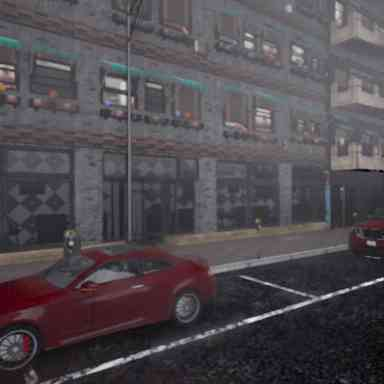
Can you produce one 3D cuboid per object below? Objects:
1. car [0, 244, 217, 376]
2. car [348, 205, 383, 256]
[{"bbox_3d":[-1.476,1.584,5.512,4.206,1.307,1.802,0,0,-35],"label":"car"},{"bbox_3d":[7.800,1.331,12.128,5.009,1.841,2.192,0,0,-35],"label":"car"}]
